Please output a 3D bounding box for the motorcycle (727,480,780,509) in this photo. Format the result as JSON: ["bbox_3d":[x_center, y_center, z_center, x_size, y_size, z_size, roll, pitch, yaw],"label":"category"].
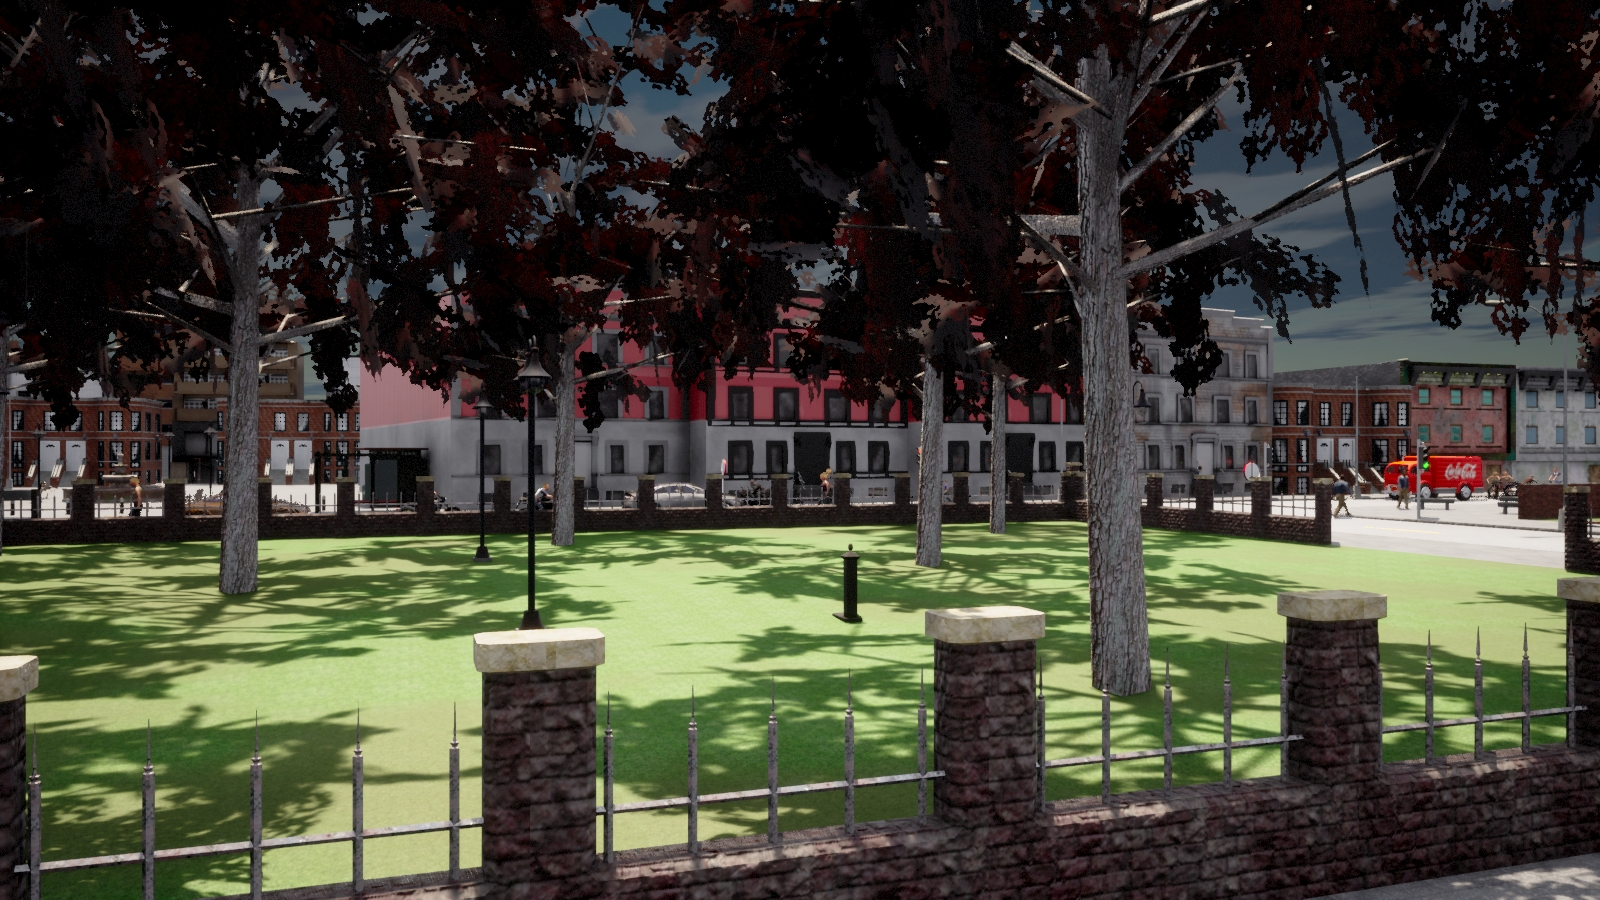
[{"bbox_3d":[-2.077,1.985,50.925,2.209,1.251,0.867,0,0,-19],"label":"motorcycle"}]

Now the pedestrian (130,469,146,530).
[{"bbox_3d":[-20.423,1.523,35.244,0.375,1.860,0.375,0,0,-19],"label":"pedestrian"}]

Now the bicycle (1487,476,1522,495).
[{"bbox_3d":[40.458,2.036,65.608,1.487,1.080,0.859,0,0,1],"label":"bicycle"}]

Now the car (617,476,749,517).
[{"bbox_3d":[-4.677,1.827,45.707,4.902,1.511,2.128,0,0,-19],"label":"car"}]

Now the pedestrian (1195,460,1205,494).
[{"bbox_3d":[22.565,1.523,64.517,0.375,1.860,0.375,0,0,-19],"label":"pedestrian"}]

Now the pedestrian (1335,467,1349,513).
[{"bbox_3d":[21.998,1.629,46.353,0.375,1.860,0.375,0,0,-16],"label":"pedestrian"}]

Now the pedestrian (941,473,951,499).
[{"bbox_3d":[7.269,1.802,56.890,0.375,1.300,0.375,0,0,-21],"label":"pedestrian"}]

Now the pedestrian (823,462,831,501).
[{"bbox_3d":[1.322,1.524,55.270,0.375,1.860,0.375,0,0,-3],"label":"pedestrian"}]

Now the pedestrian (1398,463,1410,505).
[{"bbox_3d":[26.952,1.517,50.984,0.375,1.860,0.375,0,0,-2],"label":"pedestrian"}]

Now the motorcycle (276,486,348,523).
[{"bbox_3d":[-17.611,1.950,41.298,2.356,1.277,0.764,0,0,-19],"label":"motorcycle"}]

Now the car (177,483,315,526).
[{"bbox_3d":[-19.592,1.899,40.612,4.181,1.385,1.994,0,0,-19],"label":"car"}]

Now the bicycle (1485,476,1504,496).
[{"bbox_3d":[39.299,2.036,64.656,0.859,1.080,1.487,0,0,35],"label":"bicycle"}]

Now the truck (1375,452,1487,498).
[{"bbox_3d":[35.004,1.348,63.458,5.204,2.467,2.627,0,0,-19],"label":"truck"}]

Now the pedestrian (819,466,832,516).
[{"bbox_3d":[0.965,1.525,42.569,0.375,1.860,0.375,0,0,-19],"label":"pedestrian"}]
